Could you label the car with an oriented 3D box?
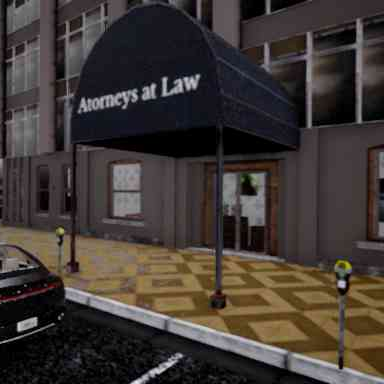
[{"bbox_3d":[-3.962,1.513,5.696,4.403,1.369,2.008,0,1,36],"label":"car"}]
